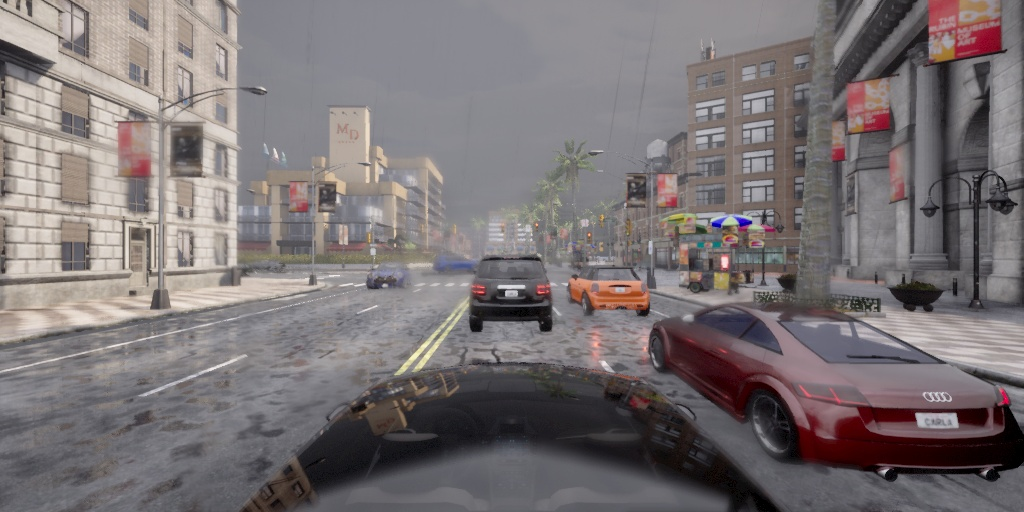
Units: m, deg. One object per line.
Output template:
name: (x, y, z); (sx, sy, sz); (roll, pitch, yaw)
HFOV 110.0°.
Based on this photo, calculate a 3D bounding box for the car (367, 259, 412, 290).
car: (-7.574, 1.102, 22.609); (2.097, 1.767, 4.553); (0, 0, -9)

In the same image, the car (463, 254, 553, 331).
car: (-0.043, 0.971, 11.085); (2.150, 2.045, 5.566); (0, 0, -1)

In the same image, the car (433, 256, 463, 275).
car: (-6.043, 0.971, 40.109); (5.566, 2.045, 2.150); (0, 1, -28)

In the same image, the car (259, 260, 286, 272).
car: (-31.353, 1.241, 45.384); (4.902, 1.511, 2.128); (0, 0, -1)

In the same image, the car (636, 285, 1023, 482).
car: (3.478, 1.314, 4.938); (1.994, 1.385, 4.181); (0, 0, 0)

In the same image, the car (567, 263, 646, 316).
car: (3.432, 1.102, 13.570); (2.097, 1.767, 4.553); (0, 0, -1)

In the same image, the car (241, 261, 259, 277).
car: (-27.129, 1.351, 33.791); (4.718, 1.301, 1.895); (0, 0, -1)
